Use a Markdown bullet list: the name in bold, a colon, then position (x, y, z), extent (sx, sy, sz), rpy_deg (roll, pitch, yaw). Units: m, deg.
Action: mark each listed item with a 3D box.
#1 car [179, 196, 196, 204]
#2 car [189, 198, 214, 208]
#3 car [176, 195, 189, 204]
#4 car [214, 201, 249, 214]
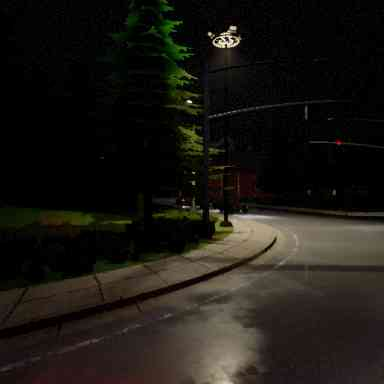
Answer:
- **car**: position (-0.878, 1.491, 66.627), extent (2.128, 1.511, 4.902), rpy_deg (0, 0, -17)
- **car**: position (1.674, 1.221, 45.322), extent (2.150, 2.045, 5.566), rpy_deg (0, 0, -16)
- **car**: position (-1.202, 1.352, 55.210), extent (2.097, 1.767, 4.553), rpy_deg (0, 0, -17)
- **car**: position (4.354, 1.601, 35.633), extent (1.895, 1.301, 4.718), rpy_deg (0, 0, -15)
